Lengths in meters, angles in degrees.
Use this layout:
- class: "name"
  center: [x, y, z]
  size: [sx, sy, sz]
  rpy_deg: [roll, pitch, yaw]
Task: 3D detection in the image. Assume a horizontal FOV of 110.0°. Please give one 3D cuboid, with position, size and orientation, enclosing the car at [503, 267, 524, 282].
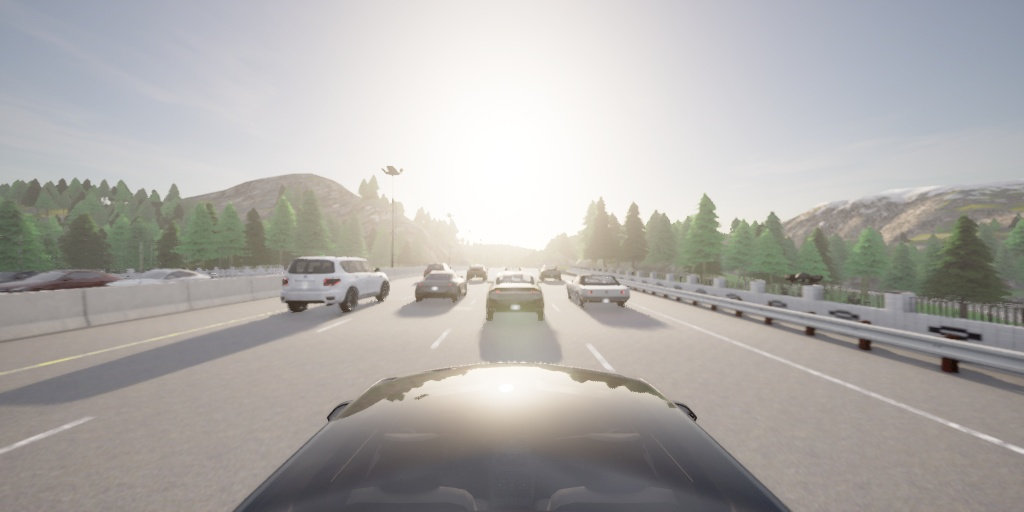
- class: "car"
  center: [0.100, 1.722, 34.709]
  size: [1.895, 1.301, 4.718]
  rpy_deg: [0, -1, 0]

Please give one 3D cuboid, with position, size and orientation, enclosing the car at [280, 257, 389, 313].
- class: "car"
  center: [-6.890, 1.053, 14.643]
  size: [2.150, 2.045, 5.566]
  rpy_deg: [0, 0, 0]

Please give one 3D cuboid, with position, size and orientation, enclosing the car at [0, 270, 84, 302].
- class: "car"
  center: [-24.599, 1.422, 17.674]
  size: [1.994, 1.385, 4.181]
  rpy_deg: [0, -1, 0]

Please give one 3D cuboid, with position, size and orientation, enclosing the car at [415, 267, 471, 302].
- class: "car"
  center: [-3.400, 1.423, 17.804]
  size: [1.994, 1.385, 4.181]
  rpy_deg: [0, -1, 0]

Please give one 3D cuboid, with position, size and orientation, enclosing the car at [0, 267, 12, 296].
- class: "car"
  center: [-28.099, 1.343, 16.939]
  size: [2.128, 1.511, 4.902]
  rpy_deg: [0, -1, 0]

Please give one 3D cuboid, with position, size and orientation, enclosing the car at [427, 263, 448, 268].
- class: "car"
  center: [-6.901, 1.460, 34.077]
  size: [2.097, 1.767, 4.553]
  rpy_deg: [0, -1, 0]

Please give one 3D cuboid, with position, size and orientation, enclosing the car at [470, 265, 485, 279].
- class: "car"
  center: [-3.402, 1.643, 35.529]
  size: [1.837, 1.490, 4.892]
  rpy_deg: [0, -1, 0]

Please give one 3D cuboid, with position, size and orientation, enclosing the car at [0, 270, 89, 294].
- class: "car"
  center: [-21.090, 1.376, 16.843]
  size: [1.812, 1.442, 4.674]
  rpy_deg: [0, -1, 0]

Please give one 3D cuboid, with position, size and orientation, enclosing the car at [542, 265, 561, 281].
- class: "car"
  center: [3.599, 1.609, 34.559]
  size: [2.128, 1.511, 4.902]
  rpy_deg: [0, -1, 0]

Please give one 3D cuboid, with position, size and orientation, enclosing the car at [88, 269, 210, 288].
- class: "car"
  center: [-17.600, 1.388, 18.096]
  size: [1.812, 1.442, 4.674]
  rpy_deg: [0, -1, 0]

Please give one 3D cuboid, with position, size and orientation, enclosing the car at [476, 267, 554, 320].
- class: "car"
  center: [0.100, 1.309, 12.905]
  size: [2.128, 1.511, 4.902]
  rpy_deg: [0, 0, 0]

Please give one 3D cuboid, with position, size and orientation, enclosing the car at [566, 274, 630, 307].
- class: "car"
  center: [3.600, 1.442, 15.943]
  size: [1.895, 1.301, 4.718]
  rpy_deg: [0, 0, 0]
